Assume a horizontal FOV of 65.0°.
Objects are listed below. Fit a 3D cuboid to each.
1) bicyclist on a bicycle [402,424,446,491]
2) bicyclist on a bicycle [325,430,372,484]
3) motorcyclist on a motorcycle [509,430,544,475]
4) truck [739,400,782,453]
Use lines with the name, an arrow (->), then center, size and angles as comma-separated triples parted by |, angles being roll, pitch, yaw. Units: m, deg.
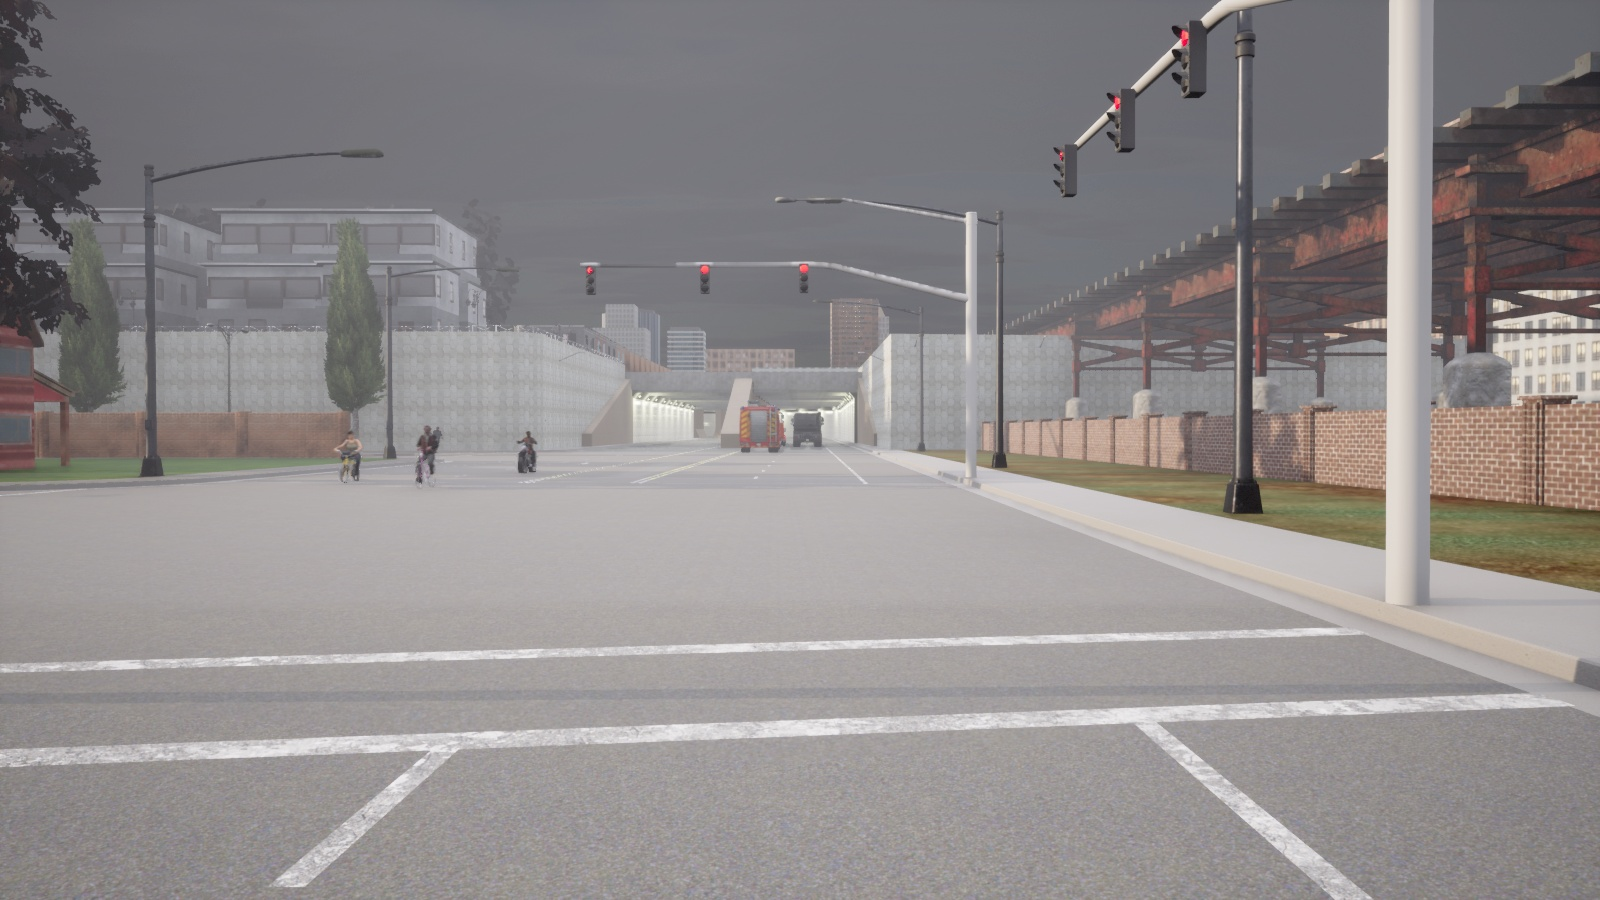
bicyclist on a bicycle -> -10.287, 0.185, 34.401 | 0.659, 1.776, 1.843 | 0, 1, 0
bicyclist on a bicycle -> -13.764, 0.188, 38.323 | 0.866, 1.612, 1.509 | 0, 1, 0
motorcyclist on a motorcycle -> -10.214, 0.071, 46.935 | 0.766, 1.649, 2.350 | 0, 1, 0
truck -> -2.937, -1.787, 95.120 | 2.891, 3.827, 8.468 | 0, 1, 0
